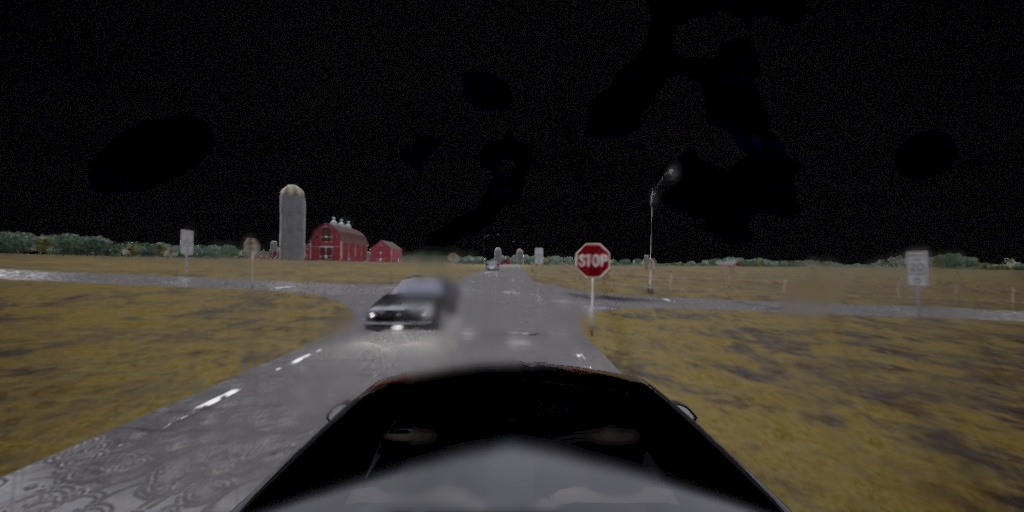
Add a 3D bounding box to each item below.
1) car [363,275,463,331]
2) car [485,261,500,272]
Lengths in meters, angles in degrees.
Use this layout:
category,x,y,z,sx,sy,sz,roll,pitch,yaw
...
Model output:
category,x,y,z,sx,sy,sz,roll,pitch,yaw
car,-2.743,1.337,11.327,2.033,1.411,5.357,0,0,0
car,-2.751,1.439,50.825,2.128,1.511,4.902,0,1,0
